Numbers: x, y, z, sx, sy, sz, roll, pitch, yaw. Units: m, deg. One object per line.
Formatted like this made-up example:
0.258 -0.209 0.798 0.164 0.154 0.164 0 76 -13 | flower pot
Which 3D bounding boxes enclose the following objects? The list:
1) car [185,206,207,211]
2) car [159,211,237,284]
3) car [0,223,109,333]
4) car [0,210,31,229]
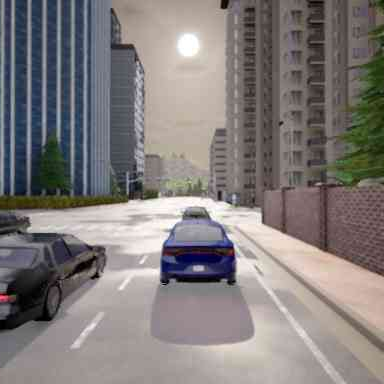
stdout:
0.268 1.672 22.038 1.837 1.490 4.892 0 0 0 | car
0.165 1.553 9.852 1.882 1.535 5.008 0 0 0 | car
-3.350 1.602 7.246 2.033 1.411 5.357 0 0 0 | car
-10.383 1.676 17.277 2.033 1.411 5.357 0 0 1 | car
